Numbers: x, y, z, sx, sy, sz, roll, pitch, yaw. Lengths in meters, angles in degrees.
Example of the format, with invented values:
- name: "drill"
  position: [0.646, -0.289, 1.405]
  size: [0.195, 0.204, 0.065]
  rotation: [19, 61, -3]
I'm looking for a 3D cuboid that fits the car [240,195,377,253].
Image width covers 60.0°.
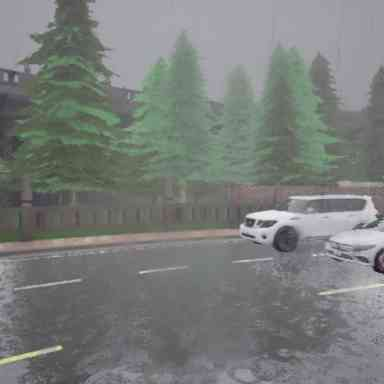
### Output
- name: "car"
  position: [4.727, 1.131, 13.229]
  size: [5.566, 2.045, 2.150]
  rotation: [0, 0, -16]

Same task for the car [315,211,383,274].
- name: "car"
  position: [6.376, 1.452, 10.069]
  size: [4.674, 1.442, 1.812]
  rotation: [0, 0, -16]
